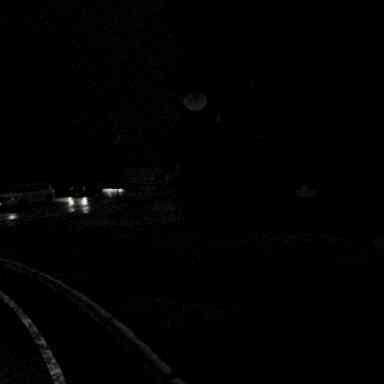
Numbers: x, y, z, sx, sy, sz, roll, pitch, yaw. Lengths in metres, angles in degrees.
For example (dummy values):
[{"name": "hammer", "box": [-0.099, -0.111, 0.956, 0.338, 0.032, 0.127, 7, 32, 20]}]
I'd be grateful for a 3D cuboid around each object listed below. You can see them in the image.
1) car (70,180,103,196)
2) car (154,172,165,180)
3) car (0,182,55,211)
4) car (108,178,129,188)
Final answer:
[{"name": "car", "box": [-12.007, -0.543, 37.889, 2.097, 1.767, 4.553, 0, 6, 10]}, {"name": "car", "box": [-6.548, -3.222, 66.814, 1.882, 1.535, 5.008, 0, 5, -4]}, {"name": "car", "box": [-14.141, 0.301, 28.340, 2.150, 2.045, 5.566, 0, 6, 14]}, {"name": "car", "box": [-10.517, -1.303, 47.614, 1.994, 1.385, 4.181, 0, 6, 6]}]
